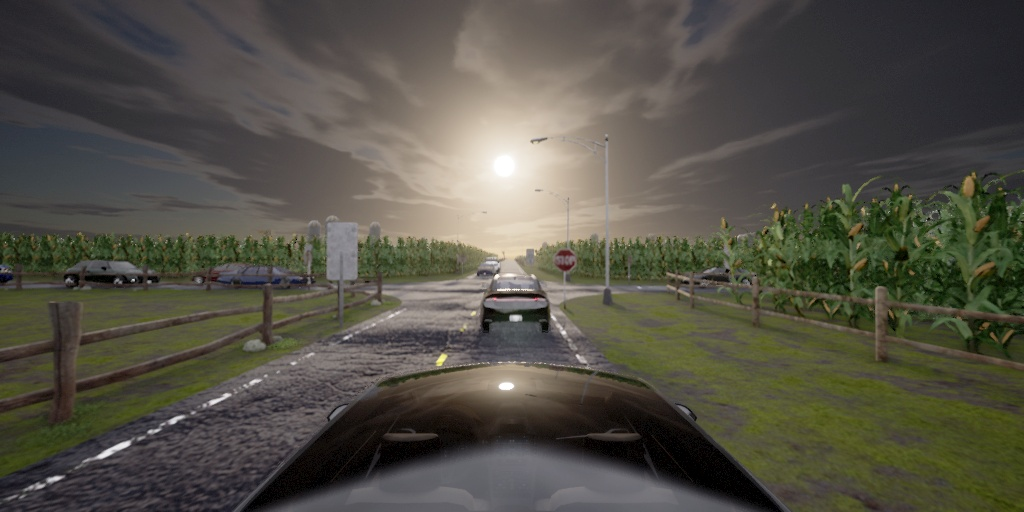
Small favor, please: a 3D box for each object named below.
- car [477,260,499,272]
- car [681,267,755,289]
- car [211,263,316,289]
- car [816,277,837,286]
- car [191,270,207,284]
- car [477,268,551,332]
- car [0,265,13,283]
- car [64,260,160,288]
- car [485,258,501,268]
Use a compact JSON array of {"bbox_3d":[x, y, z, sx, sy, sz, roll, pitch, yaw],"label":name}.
[{"bbox_3d":[-2.886,1.516,40.488,2.033,1.411,5.357,0,0,0],"label":"car"},{"bbox_3d":[14.646,1.514,25.591,4.892,1.490,1.837,0,-1,0],"label":"car"},{"bbox_3d":[-15.622,1.323,22.938,5.357,1.411,2.033,0,-1,-1],"label":"car"},{"bbox_3d":[24.015,1.425,25.503,4.553,1.767,2.097,0,-1,1],"label":"car"},{"bbox_3d":[-20.253,1.273,25.901,5.008,1.535,1.882,0,-1,1],"label":"car"},{"bbox_3d":[0.090,1.299,11.117,2.128,1.511,4.902,0,0,0],"label":"car"},{"bbox_3d":[-35.984,0.891,23.103,5.566,2.045,2.150,0,-1,1],"label":"car"},{"bbox_3d":[-25.487,1.074,23.002,4.553,1.767,2.097,0,-1,0],"label":"car"},{"bbox_3d":[-2.883,1.245,50.750,2.150,2.045,5.566,0,0,1],"label":"car"}]
